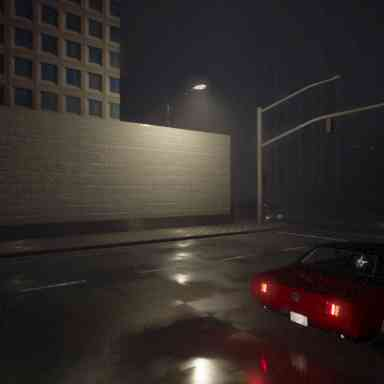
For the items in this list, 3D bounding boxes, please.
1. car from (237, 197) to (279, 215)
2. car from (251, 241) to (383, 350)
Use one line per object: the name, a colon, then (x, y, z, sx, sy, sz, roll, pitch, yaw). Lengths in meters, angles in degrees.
car: (6.813, 1.407, 34.686, 2.097, 1.767, 4.553, 0, 0, -35)
car: (3.418, 1.601, 6.225, 4.718, 1.301, 1.895, 0, 0, -35)
